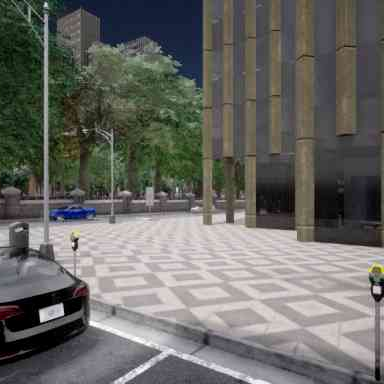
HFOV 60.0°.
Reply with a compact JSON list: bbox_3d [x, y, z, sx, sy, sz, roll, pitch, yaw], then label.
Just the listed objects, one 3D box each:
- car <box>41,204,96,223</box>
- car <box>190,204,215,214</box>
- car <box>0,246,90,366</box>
[{"bbox_3d":[-10.994,1.880,29.969,1.882,1.535,5.008,0,-1,35],"label":"car"},{"bbox_3d":[1.638,2.388,47.937,1.812,1.442,4.674,0,-1,35],"label":"car"},{"bbox_3d":[-3.471,1.566,5.423,4.313,1.339,1.947,0,0,35],"label":"car"}]
